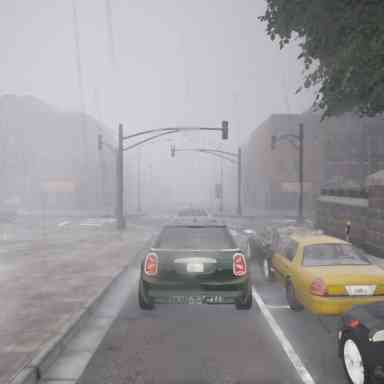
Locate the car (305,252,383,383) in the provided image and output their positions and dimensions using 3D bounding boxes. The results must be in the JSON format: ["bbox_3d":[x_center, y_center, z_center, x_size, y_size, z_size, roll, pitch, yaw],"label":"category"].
[{"bbox_3d":[2.625,1.550,2.435,2.008,1.369,4.403,-1,0,0],"label":"car"}]

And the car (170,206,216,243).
[{"bbox_3d":[0.035,1.555,17.412,2.033,1.411,5.357,0,0,0],"label":"car"}]

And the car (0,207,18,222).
[{"bbox_3d":[-14.727,1.426,23.071,4.892,1.490,1.837,1,1,0],"label":"car"}]

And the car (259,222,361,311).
[{"bbox_3d":[2.685,1.523,7.597,1.752,1.417,4.829,-1,0,0],"label":"car"}]

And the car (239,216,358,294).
[{"bbox_3d":[2.664,1.548,9.571,2.008,1.369,4.403,-1,0,0],"label":"car"}]

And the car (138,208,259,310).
[{"bbox_3d":[0.076,1.350,7.978,2.097,1.767,4.553,0,0,0],"label":"car"}]
